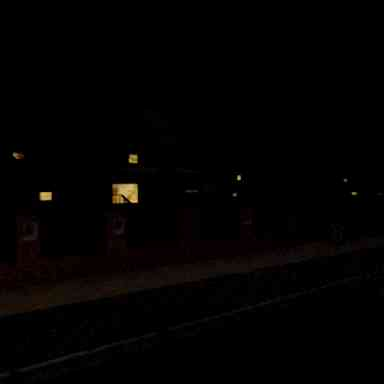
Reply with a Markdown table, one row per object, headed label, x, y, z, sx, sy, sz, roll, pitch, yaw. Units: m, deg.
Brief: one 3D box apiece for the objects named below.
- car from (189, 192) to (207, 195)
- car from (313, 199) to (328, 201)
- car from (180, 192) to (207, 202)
| label | x | y | z | sx | sy | sz | roll | pitch | yaw |
| --- | --- | --- | --- | --- | --- | --- | --- | --- | --- |
| car | 1.284 | 0.928 | 48.717 | 1.837 | 1.490 | 4.892 | -1 | 2 | -34 |
| car | 12.586 | 1.381 | 32.309 | 1.994 | 1.385 | 4.181 | -1 | 2 | -35 |
| car | 0.170 | 0.748 | 55.403 | 2.128 | 1.511 | 4.902 | -1 | 2 | -35 |
